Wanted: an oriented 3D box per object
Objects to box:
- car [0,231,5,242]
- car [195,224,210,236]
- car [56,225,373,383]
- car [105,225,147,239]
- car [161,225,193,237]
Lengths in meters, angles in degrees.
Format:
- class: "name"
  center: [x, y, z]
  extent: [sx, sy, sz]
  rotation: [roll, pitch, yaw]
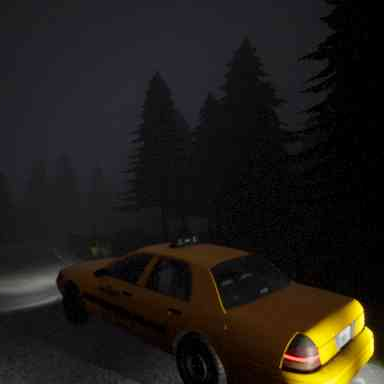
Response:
- class: "car"
  center: [-11.688, 2.423, 17.499]
  extent: [1.895, 1.301, 4.718]
  rotation: [-3, -4, -11]
- class: "car"
  center: [2.163, 7.653, 66.273]
  extent: [2.150, 2.045, 5.566]
  rotation: [-4, -8, 9]
- class: "car"
  center: [-0.298, 1.435, 5.145]
  extent: [5.366, 1.575, 1.801]
  rotation: [0, 1, 44]
- class: "car"
  center: [-7.314, 4.476, 37.486]
  extent: [2.033, 1.411, 5.357]
  rotation: [-4, -8, 21]
- class: "car"
  center: [-2.033, 5.492, 46.707]
  extent: [1.882, 1.535, 5.008]
  rotation: [-5, -8, 31]
